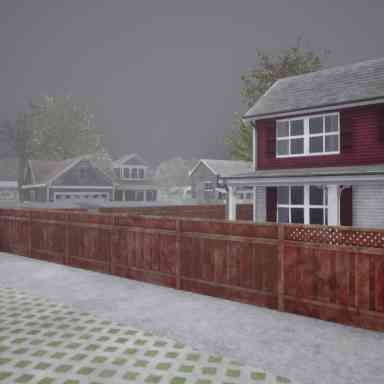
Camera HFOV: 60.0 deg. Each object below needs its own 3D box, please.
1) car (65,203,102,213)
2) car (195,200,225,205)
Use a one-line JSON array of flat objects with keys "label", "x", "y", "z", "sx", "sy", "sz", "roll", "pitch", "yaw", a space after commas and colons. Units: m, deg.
[{"label": "car", "x": -8.400, "y": 1.603, "z": 24.484, "sx": 4.892, "sy": 1.490, "sz": 1.837, "roll": 0, "pitch": -1, "yaw": -37}, {"label": "car", "x": 1.285, "y": 1.508, "z": 31.416, "sx": 4.553, "sy": 1.767, "sz": 2.097, "roll": 0, "pitch": 0, "yaw": -34}]
